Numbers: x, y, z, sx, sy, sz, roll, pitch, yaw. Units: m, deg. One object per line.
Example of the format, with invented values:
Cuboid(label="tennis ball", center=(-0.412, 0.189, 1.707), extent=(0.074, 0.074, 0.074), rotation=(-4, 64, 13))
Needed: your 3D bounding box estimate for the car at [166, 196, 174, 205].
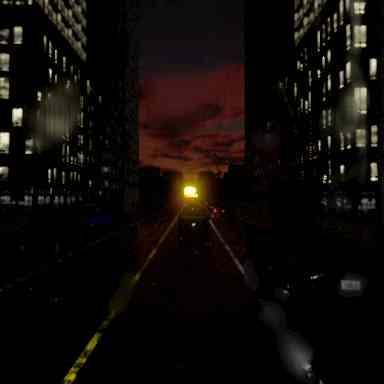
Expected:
Cuboid(label="car", center=(-5.689, 2.119, 75.863), extent=(1.752, 1.417, 4.829), rotation=(0, 0, 0))

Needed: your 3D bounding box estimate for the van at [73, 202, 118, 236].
Cuboid(label="van", center=(-5.687, 1.498, 19.115), extent=(1.690, 1.788, 3.998), rotation=(0, 0, 0))

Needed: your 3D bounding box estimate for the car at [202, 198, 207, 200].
Cuboid(label="car", center=(2.692, 1.904, 47.729), extent=(1.752, 1.417, 4.829), rotation=(0, 0, 0))

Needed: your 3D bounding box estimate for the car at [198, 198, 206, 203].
Cuboid(label="car", center=(2.692, 2.271, 93.092), extent=(2.008, 1.369, 4.403), rotation=(0, 0, 0))

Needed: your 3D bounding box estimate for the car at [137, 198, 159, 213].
Cuboid(label="car", center=(-5.687, 1.775, 41.881), extent=(1.967, 1.590, 4.097), rotation=(0, 0, 0))

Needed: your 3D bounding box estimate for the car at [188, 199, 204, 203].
Cuboid(label="car", center=(0.099, 1.875, 38.848), extent=(1.994, 1.385, 4.181), rotation=(0, 0, 0))

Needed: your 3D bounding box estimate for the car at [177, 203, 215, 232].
Cuboid(label="car", center=(0.099, 1.664, 21.241), extent=(2.128, 1.511, 4.902), rotation=(0, 0, 0))

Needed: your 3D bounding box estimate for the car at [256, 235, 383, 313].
Cuboid(label="car", center=(2.693, 1.630, 7.716), extent=(1.947, 1.339, 4.313), rotation=(0, 0, 0))

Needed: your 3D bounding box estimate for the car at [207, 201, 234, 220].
Cuboid(label="car", center=(2.694, 1.686, 30.483), extent=(1.967, 1.590, 4.097), rotation=(0, 0, 0))

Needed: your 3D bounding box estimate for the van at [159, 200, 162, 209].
Cuboid(label="van", center=(-5.687, 1.720, 47.575), extent=(1.690, 1.788, 3.998), rotation=(0, 0, 0))

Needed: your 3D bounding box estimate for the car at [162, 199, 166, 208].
Cuboid(label="car", center=(-5.688, 1.988, 53.265), extent=(1.947, 1.339, 4.313), rotation=(0, 0, 0))

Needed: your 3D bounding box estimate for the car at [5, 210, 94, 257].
Cuboid(label="car", center=(-5.687, 1.656, 13.421), extent=(1.887, 1.381, 4.507), rotation=(0, 0, 0))

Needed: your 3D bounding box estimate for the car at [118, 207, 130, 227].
Cuboid(label="car", center=(-5.688, 1.784, 24.805), extent=(1.802, 1.307, 4.206), rotation=(0, 0, 0))

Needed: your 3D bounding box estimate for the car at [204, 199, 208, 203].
Cuboid(label="car", center=(2.692, 1.916, 41.866), extent=(1.802, 1.307, 4.206), rotation=(0, 0, 0))

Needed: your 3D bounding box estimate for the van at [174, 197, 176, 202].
Cuboid(label="van", center=(-5.688, 2.020, 87.419), extent=(1.690, 1.788, 3.998), rotation=(0, 0, 0))
